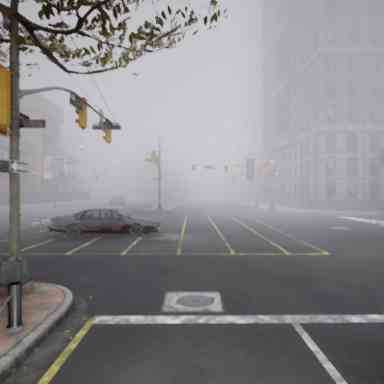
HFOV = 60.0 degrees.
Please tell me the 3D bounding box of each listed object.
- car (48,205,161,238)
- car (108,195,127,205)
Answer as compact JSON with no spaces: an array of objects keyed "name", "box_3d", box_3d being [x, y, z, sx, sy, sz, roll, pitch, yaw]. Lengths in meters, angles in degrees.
[{"name":"car","box_3d":[-4.304,1.518,16.758,5.357,1.411,2.033,0,0,0]},{"name":"car","box_3d":[-11.523,1.264,51.587,2.097,1.767,4.553,0,0,0]}]
